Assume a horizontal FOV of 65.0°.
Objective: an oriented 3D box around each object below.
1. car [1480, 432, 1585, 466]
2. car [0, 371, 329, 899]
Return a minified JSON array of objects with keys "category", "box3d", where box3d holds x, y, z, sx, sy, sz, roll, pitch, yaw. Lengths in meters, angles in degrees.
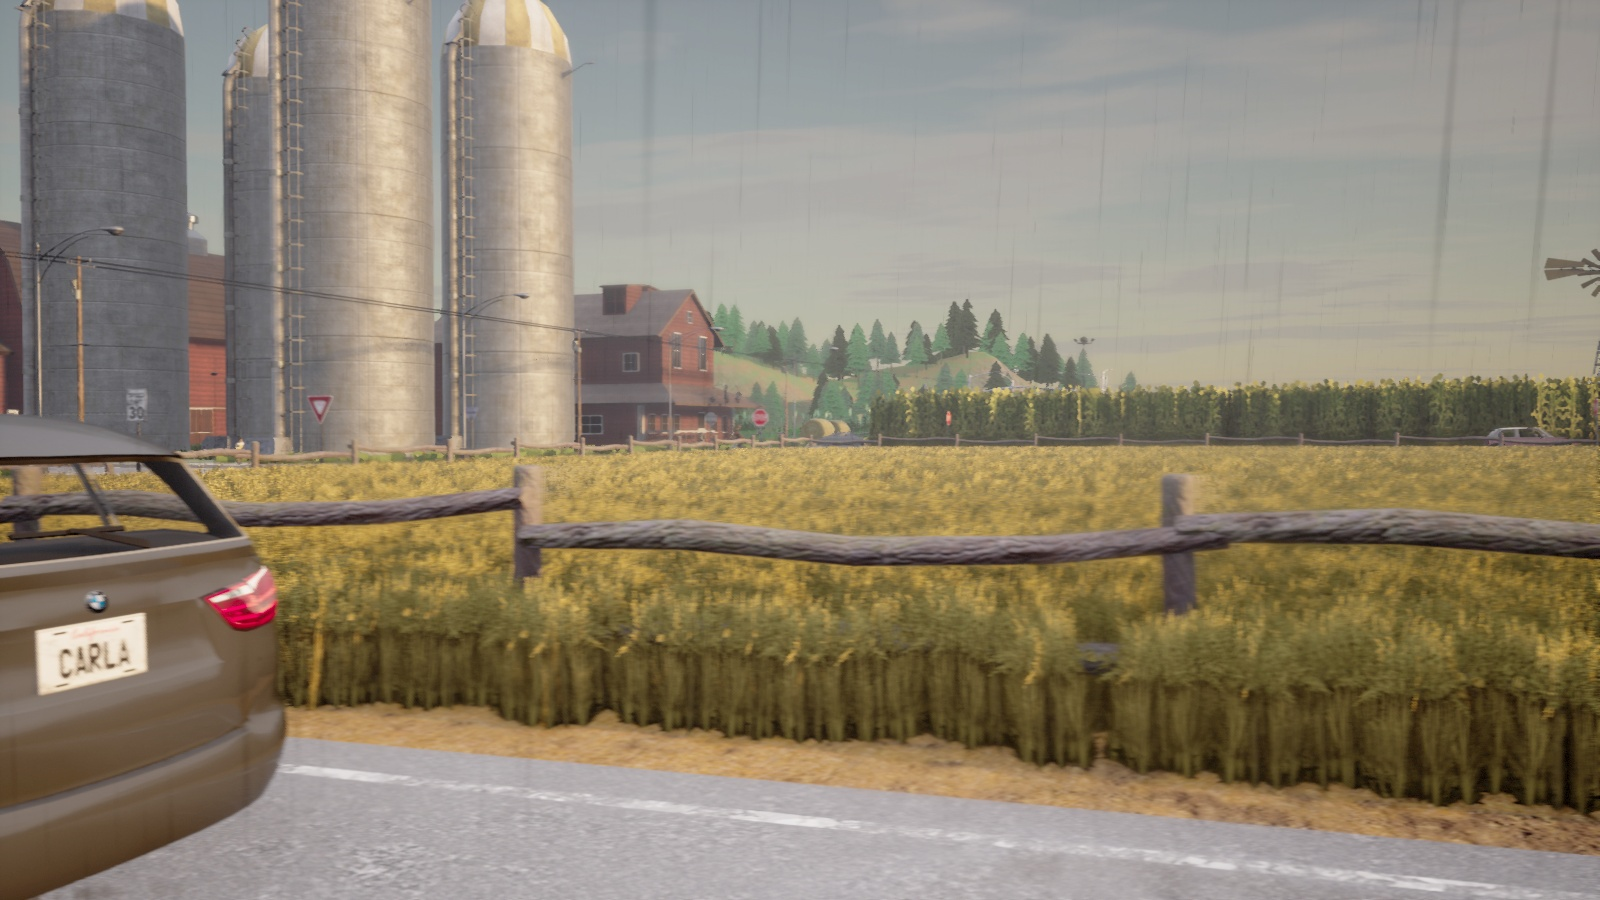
[{"category":"car","box3d":[32.488,-0.071,55.809,3.806,1.475,1.970,0,1,22]},{"category":"car","box3d":[-4.417,0.579,4.671,4.611,1.667,2.242,1,1,19]}]
